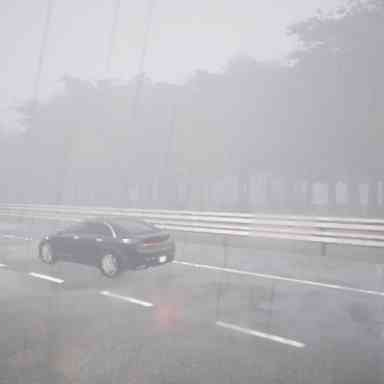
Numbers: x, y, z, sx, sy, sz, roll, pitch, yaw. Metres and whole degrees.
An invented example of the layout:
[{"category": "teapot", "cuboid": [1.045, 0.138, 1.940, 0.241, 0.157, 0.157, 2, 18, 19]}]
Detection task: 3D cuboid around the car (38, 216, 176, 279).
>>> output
[{"category": "car", "cuboid": [-2.740, 1.507, 10.127, 4.892, 1.490, 1.837, 0, 0, 36]}]
